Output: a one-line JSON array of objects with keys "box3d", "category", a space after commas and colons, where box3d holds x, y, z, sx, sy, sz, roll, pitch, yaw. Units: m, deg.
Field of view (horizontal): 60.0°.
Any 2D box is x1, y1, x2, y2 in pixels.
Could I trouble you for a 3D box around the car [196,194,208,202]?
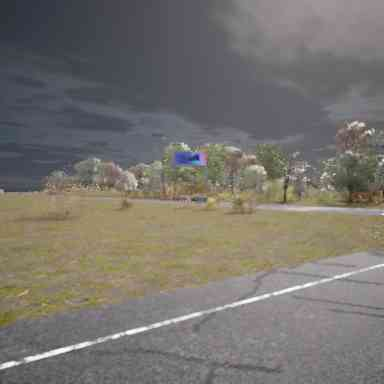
[{"box3d": [1.472, 1.218, 67.053, 2.097, 1.767, 4.553, 0, 0, -33], "category": "car"}]
